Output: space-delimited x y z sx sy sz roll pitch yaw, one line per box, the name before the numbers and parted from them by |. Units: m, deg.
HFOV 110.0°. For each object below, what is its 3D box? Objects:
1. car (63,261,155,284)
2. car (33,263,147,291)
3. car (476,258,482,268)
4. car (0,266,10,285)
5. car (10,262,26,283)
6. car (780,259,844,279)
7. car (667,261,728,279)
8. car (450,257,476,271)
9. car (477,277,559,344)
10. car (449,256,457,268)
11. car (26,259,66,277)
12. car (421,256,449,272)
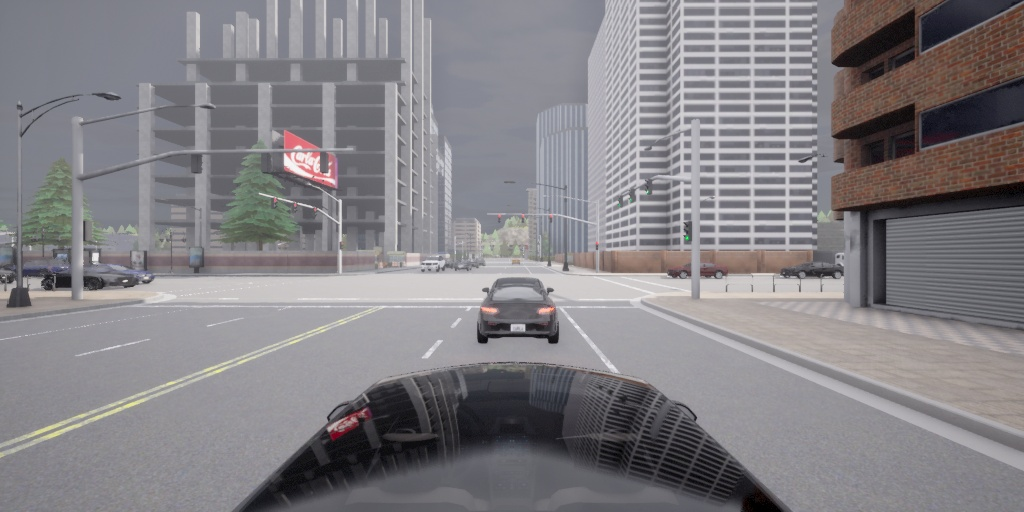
car | -27.822 1.276 25.001 4.674 1.442 1.812 0 0 0
car | -25.127 1.314 21.474 4.181 1.385 1.994 0 0 1
car | -6.442 1.314 58.533 1.994 1.385 4.181 0 0 0
car | -34.082 1.101 21.544 4.553 1.767 2.097 0 0 0
car | -37.853 1.255 25.070 4.892 1.490 1.837 0 0 0
car | 26.655 1.228 31.836 5.008 1.535 1.882 0 0 0
car | 16.462 1.228 31.913 5.008 1.535 1.882 0 0 0
car | -6.563 1.241 48.563 2.128 1.511 4.902 0 0 1
car | 0.158 1.276 9.492 1.812 1.442 4.674 0 0 1
car | -9.968 1.102 55.678 2.097 1.767 4.553 0 0 1
car | -42.571 1.102 32.297 4.553 1.767 2.097 0 0 0
car | -10.082 0.971 46.208 2.150 2.045 5.566 0 0 1
